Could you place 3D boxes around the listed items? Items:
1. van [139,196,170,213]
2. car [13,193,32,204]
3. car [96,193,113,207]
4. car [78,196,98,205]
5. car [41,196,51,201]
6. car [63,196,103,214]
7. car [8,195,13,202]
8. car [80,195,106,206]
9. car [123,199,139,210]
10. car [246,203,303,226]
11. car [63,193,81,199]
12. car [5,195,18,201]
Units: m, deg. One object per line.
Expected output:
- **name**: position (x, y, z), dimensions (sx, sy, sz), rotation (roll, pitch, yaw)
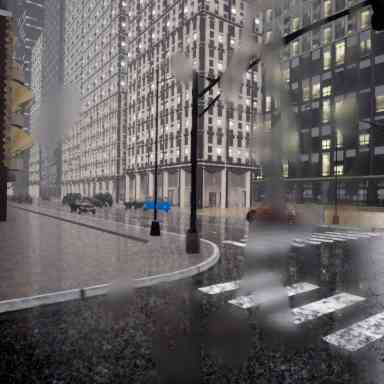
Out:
- **van**: position (-4.025, 1.382, 37.774), dimensions (1.690, 1.788, 3.998), rotation (1, -1, -35)
- **car**: position (-30.480, 1.155, 60.555), dimensions (2.192, 1.841, 5.009), rotation (1, -1, -35)
- **car**: position (-14.447, 1.255, 53.171), dimensions (2.150, 2.045, 5.566), rotation (1, -1, -35)
- **car**: position (-18.456, 1.525, 58.874), dimensions (1.837, 1.490, 4.892), rotation (1, -1, -35)
- **car**: position (-36.736, 1.570, 83.825), dimensions (1.802, 1.307, 4.206), rotation (1, -1, -35)
- **car**: position (-10.860, 1.427, 32.921), dimensions (2.008, 1.369, 4.403), rotation (1, -1, -35)
- **car**: position (-37.026, 1.396, 69.764), dimensions (1.947, 1.339, 4.313), rotation (1, -1, -35)
- **car**: position (-14.540, 1.535, 48.025), dimensions (1.994, 1.385, 4.181), rotation (1, -1, -37)
- **car**: position (-7.299, 1.584, 42.378), dimensions (2.008, 1.369, 4.403), rotation (1, -1, -35)
- **car**: position (5.785, 1.505, 23.957), dimensions (1.967, 1.590, 4.097), rotation (1, -1, -35)
- **car**: position (-20.001, 1.182, 55.628), dimensions (2.150, 2.045, 5.566), rotation (1, -1, -35)
- **car**: position (-40.295, 1.377, 74.369), dimensions (2.008, 1.369, 4.403), rotation (1, -1, -35)
